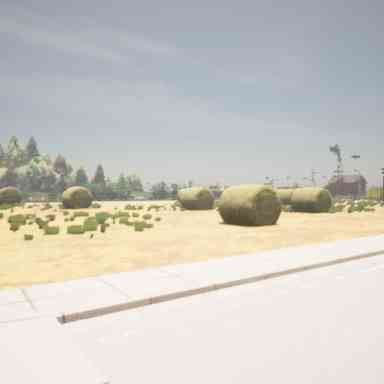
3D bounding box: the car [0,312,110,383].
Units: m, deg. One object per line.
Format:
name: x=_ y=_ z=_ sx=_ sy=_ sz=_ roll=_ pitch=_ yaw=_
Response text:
car: x=-2.998 y=1.600 z=1.852 sx=4.718 sy=1.301 sz=1.895 roll=0 pitch=0 yaw=-36
